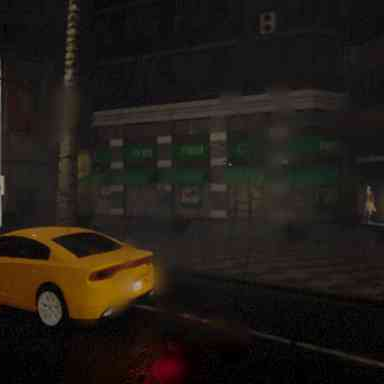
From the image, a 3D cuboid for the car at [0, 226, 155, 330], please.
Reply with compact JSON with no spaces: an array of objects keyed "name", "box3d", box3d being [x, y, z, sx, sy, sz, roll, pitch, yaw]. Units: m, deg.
[{"name":"car","box3d":[-3.129,1.459,6.861,5.008,1.535,1.882,0,0,28]}]
